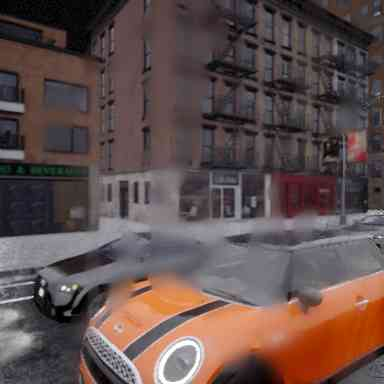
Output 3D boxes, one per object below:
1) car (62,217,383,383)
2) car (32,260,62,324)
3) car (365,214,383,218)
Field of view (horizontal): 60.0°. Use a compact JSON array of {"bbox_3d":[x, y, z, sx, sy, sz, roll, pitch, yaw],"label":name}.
[{"bbox_3d":[0.963,1.355,4.371,4.553,1.767,2.097,0,0,-36],"label":"car"},{"bbox_3d":[-1.002,1.568,6.965,4.181,1.385,1.994,0,0,-36],"label":"car"},{"bbox_3d":[7.483,1.575,13.020,4.181,1.385,1.994,0,0,-36],"label":"car"}]
